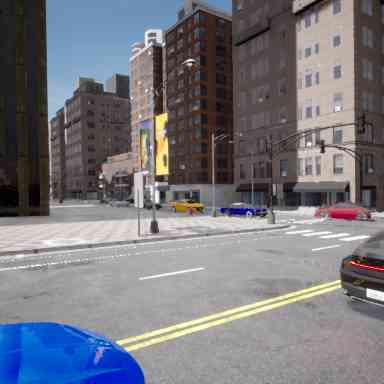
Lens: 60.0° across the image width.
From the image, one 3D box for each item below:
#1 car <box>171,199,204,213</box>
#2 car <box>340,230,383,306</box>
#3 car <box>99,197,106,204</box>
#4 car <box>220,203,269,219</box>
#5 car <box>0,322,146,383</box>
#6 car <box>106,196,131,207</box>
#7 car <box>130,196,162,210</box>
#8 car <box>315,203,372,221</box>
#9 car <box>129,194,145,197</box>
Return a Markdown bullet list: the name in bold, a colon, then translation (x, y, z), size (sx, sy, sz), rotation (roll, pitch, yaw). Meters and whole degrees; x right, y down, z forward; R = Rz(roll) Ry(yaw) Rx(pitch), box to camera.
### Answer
- **car**: translation (-0.556, 1.603, 38.357), size (1.882, 1.535, 5.008), rotation (-1, 0, -35)
- **car**: translation (5.095, 1.504, 7.079), size (4.892, 1.490, 1.837), rotation (0, 0, -36)
- **car**: translation (-17.216, 1.741, 67.568), size (2.033, 1.411, 5.357), rotation (-1, 0, -35)
- **car**: translation (4.798, 1.694, 30.753), size (1.895, 1.301, 4.718), rotation (-1, 0, -35)
- **car**: translation (-2.596, 1.478, 1.590), size (5.008, 1.535, 1.882), rotation (0, 0, -35)
- **car**: translation (-11.980, 1.796, 54.650), size (1.895, 1.301, 4.718), rotation (-1, 0, -35)
- **car**: translation (-6.241, 1.706, 46.440), size (2.033, 1.411, 5.357), rotation (-1, 0, -35)
- **car**: translation (12.199, 1.565, 26.902), size (4.181, 1.385, 1.994), rotation (0, 1, 28)
- **car**: translation (-9.724, 1.364, 56.918), size (2.150, 2.045, 5.566), rotation (-1, 0, -35)
